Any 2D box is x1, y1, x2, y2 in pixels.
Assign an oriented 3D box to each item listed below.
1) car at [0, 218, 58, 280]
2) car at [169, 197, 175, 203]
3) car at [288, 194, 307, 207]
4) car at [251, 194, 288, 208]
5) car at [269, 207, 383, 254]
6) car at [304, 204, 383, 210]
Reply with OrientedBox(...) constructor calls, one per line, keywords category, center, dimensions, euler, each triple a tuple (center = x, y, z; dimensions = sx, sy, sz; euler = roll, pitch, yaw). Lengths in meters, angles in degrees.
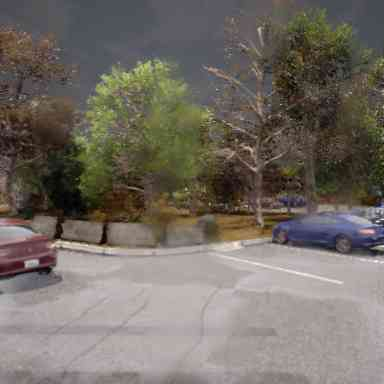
OrientedBox(category="car", center=(-5.323, 1.411, 8.723), dimensions=(4.674, 1.442, 1.812), euler=(0, 2, 38))
OrientedBox(category="car", center=(-3.413, 1.206, 53.431), dimensions=(4.892, 1.490, 1.837), euler=(0, 0, 2))
OrientedBox(category="car", center=(12.704, 1.051, 43.274), dimensions=(2.097, 1.767, 4.553), euler=(-4, 3, -36))
OrientedBox(category="car", center=(9.446, 1.386, 42.068), dimensions=(1.812, 1.442, 4.674), euler=(-4, 3, -36))
OrientedBox(category="car", center=(5.503, 1.545, 13.742), dimensions=(2.002, 1.452, 4.674), euler=(0, 0, -35))
OrientedBox(category="car", center=(8.171, 1.490, 15.643), dimensions=(2.231, 1.521, 4.892), euler=(0, 0, -36))
